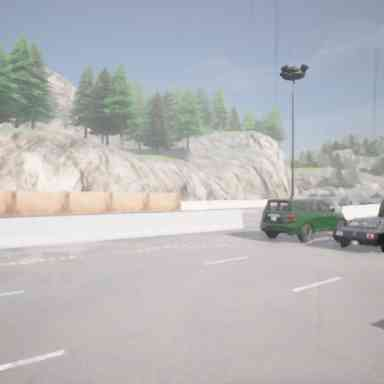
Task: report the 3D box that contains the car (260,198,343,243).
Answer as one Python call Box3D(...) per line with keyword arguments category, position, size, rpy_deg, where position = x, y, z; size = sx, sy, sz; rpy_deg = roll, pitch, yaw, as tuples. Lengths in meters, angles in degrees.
Box3D(category="car", position=(5.880, 1.359, 17.258), size=(5.566, 2.045, 2.150), rpy_deg=(1, 0, -40))

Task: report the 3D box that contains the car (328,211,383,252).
Box3D(category="car", position=(8.180, 1.745, 14.620), size=(4.718, 1.301, 1.895), rpy_deg=(1, 0, -40))

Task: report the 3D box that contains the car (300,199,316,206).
Box3D(category="car", position=(23.673, 2.122, 67.965), size=(1.994, 1.385, 4.181), rpy_deg=(0, 0, 34))

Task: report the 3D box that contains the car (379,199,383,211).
Box3D(category="car", position=(17.326, 1.504, 27.608), size=(5.566, 2.045, 2.150), rpy_deg=(1, 0, -45))

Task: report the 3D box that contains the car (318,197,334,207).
Box3D(category="car", position=(26.679, 1.934, 66.165), size=(2.097, 1.767, 4.553), rpy_deg=(0, 0, 34))
